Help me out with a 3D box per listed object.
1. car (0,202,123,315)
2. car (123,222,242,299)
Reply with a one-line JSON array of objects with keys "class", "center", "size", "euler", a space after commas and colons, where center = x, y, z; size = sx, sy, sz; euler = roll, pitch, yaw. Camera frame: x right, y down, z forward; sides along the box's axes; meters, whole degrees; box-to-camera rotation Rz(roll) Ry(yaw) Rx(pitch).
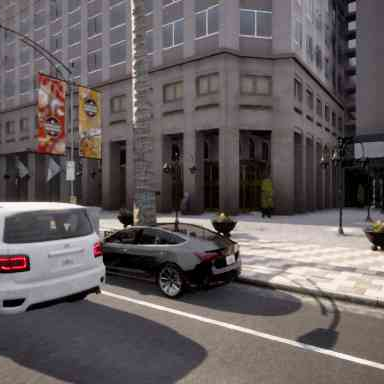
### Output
[{"class": "car", "center": [-4.236, 1.221, 7.012], "size": [5.566, 2.045, 2.150], "euler": [0, 0, 35]}, {"class": "car", "center": [-1.076, 1.513, 8.554], "size": [4.786, 1.482, 2.161], "euler": [0, 0, 35]}]
